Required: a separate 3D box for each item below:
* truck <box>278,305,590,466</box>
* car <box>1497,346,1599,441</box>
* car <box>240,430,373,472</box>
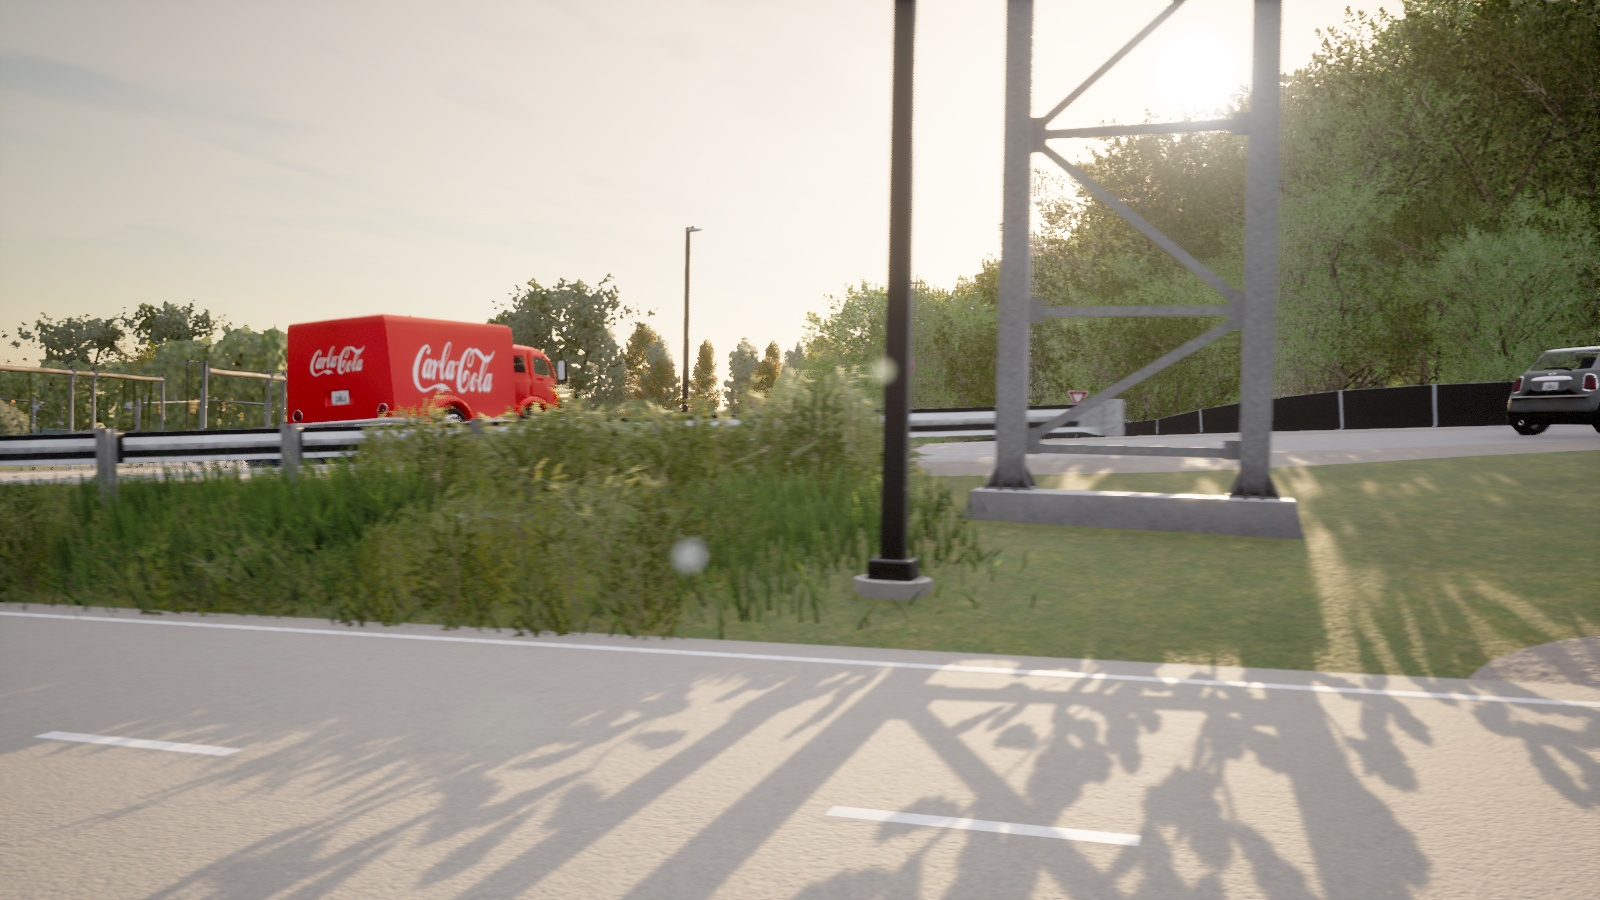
[{"bbox_3d":[-6.434,-1.060,22.857,2.627,2.467,5.204,-2,0,24],"label":"truck"},{"bbox_3d":[13.964,-0.939,20.985,3.806,1.475,1.970,-1,2,-17],"label":"car"},{"bbox_3d":[-19.017,0.041,48.418,4.674,1.442,1.812,-2,0,19],"label":"car"}]
